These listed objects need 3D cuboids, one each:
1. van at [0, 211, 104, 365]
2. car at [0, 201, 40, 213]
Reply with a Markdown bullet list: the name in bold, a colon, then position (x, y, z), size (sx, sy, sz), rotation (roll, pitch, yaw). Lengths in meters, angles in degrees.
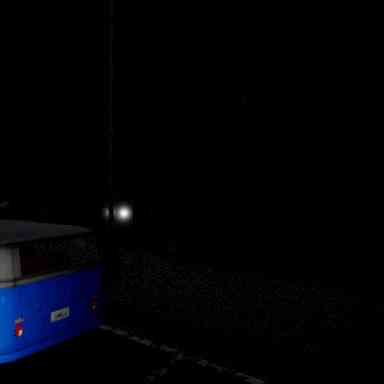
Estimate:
- **van**: position (-3.203, 1.340, 5.361), size (3.998, 1.788, 1.690), rotation (0, 0, 36)
- **car**: position (-15.416, 1.515, 28.506), size (1.812, 1.442, 4.674), rotation (0, 0, 32)
